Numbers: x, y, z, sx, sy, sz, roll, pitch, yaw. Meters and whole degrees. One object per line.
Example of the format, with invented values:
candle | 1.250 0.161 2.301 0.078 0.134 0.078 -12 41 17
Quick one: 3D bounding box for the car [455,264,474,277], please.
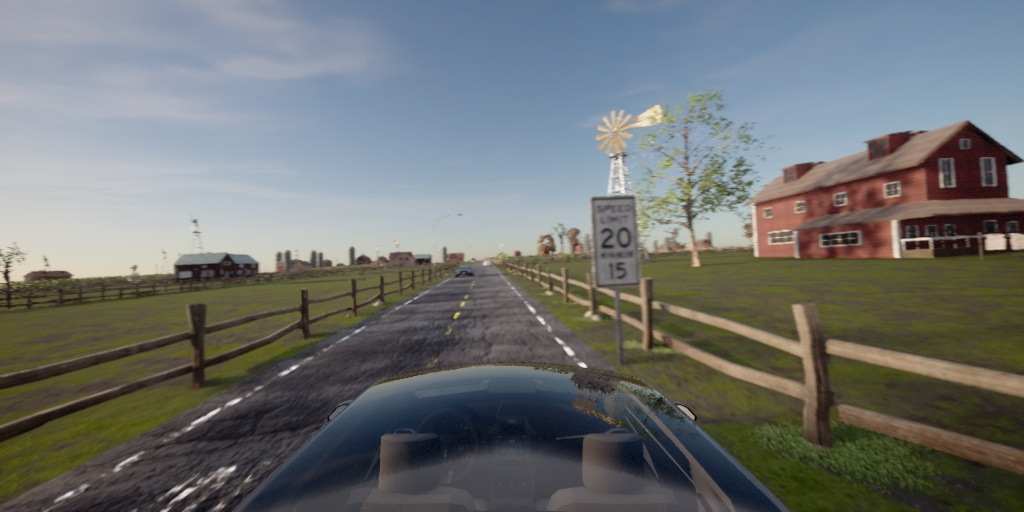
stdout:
car | -5.397 1.667 41.261 1.994 1.385 4.181 -3 0 -4
